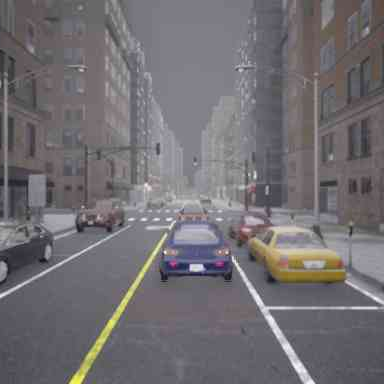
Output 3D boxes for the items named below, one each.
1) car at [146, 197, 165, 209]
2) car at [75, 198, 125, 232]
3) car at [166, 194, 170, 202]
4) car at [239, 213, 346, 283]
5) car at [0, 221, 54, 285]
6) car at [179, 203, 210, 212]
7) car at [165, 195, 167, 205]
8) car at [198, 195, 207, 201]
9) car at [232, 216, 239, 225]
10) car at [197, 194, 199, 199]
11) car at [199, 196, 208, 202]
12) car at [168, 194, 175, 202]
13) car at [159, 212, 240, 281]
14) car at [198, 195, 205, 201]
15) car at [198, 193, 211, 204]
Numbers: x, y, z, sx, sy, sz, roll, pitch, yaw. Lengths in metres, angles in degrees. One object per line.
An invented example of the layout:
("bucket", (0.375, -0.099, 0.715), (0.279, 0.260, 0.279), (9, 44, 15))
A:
("car", (-5.374, 1.569, 46.627), (2.008, 1.369, 4.403), (0, 0, 0))
("car", (-5.382, 1.324, 20.164), (2.192, 1.841, 5.009), (0, 0, 0))
("car", (-5.370, 1.545, 57.365), (1.752, 1.417, 4.829), (0, 0, 0))
("car", (2.640, 1.530, 9.497), (1.752, 1.417, 4.829), (0, 0, 0))
("car", (-5.385, 1.556, 9.338), (2.008, 1.369, 4.403), (0, 0, 0))
("car", (0.107, 1.610, 21.675), (1.895, 1.301, 4.718), (0, 0, 0))
("car", (-5.372, 1.564, 52.081), (1.887, 1.381, 4.507), (0, 0, 0))
("car", (2.663, 1.569, 84.797), (2.008, 1.369, 4.403), (0, 0, 0))
("car", (2.642, 1.589, 14.739), (1.802, 1.307, 4.206), (0, 0, 0))
("car", (2.660, 1.459, 73.888), (1.967, 1.590, 4.097), (0, 0, 0))
("car", (2.662, 1.563, 79.343), (1.887, 1.381, 4.507), (0, 0, 0))
("car", (-5.365, 1.585, 73.897), (1.947, 1.339, 4.313), (0, 0, 0))
("car", (0.101, 1.531, 9.766), (1.812, 1.442, 4.674), (0, 0, 0))
("car", (2.665, 1.543, 90.421), (1.752, 1.417, 4.829), (0, 0, 0))
("car", (2.657, 1.460, 62.979), (1.967, 1.590, 4.097), (0, 0, 0))
